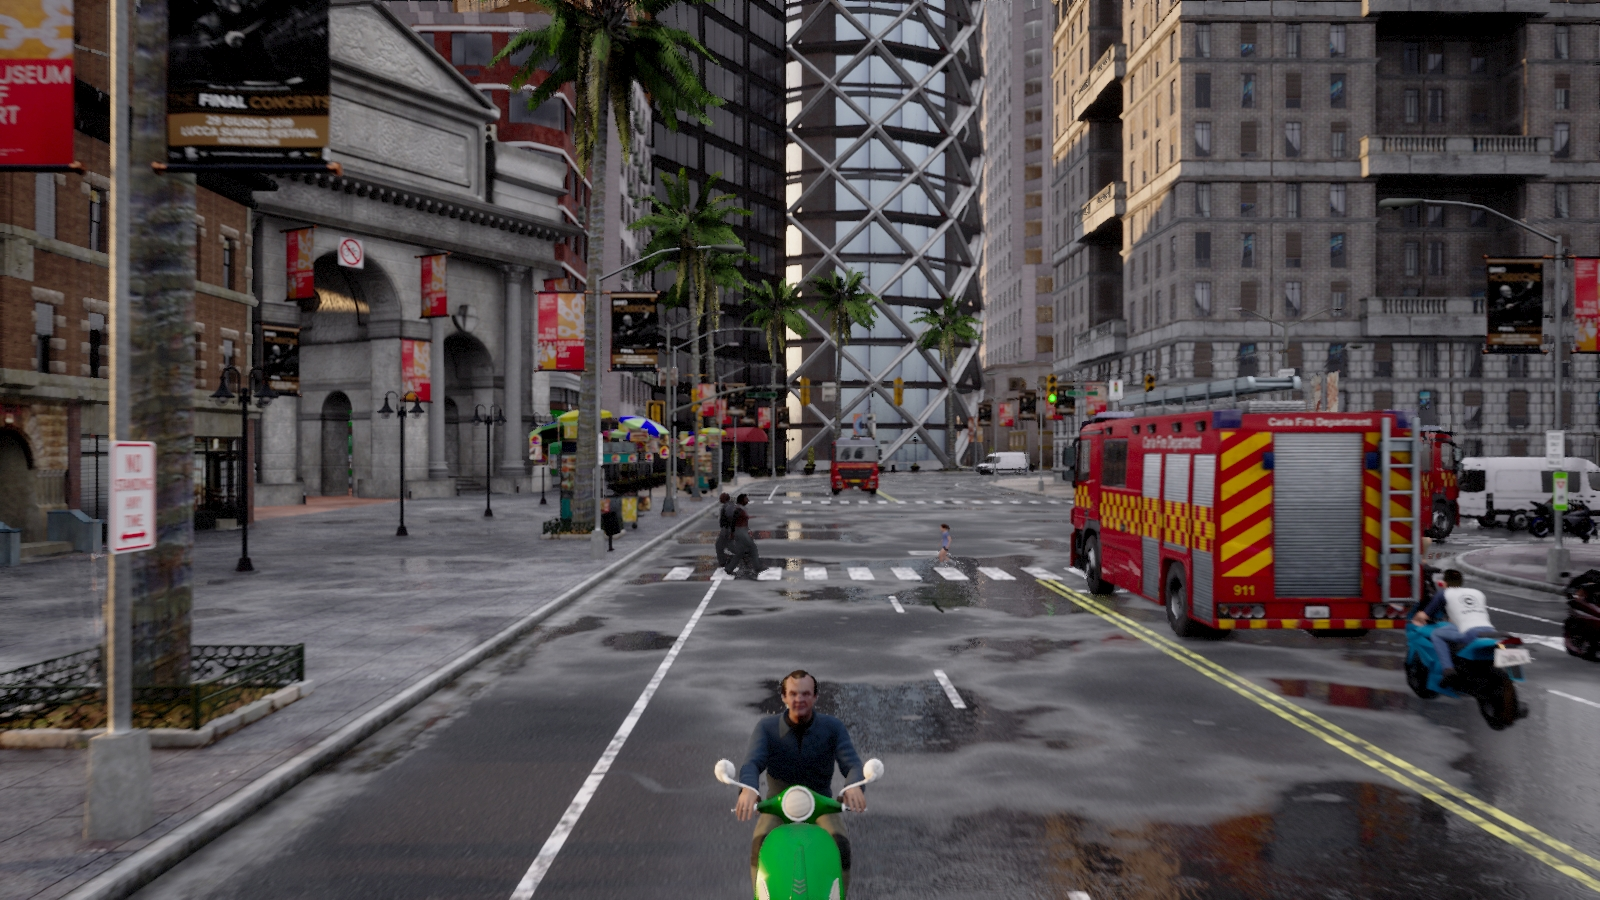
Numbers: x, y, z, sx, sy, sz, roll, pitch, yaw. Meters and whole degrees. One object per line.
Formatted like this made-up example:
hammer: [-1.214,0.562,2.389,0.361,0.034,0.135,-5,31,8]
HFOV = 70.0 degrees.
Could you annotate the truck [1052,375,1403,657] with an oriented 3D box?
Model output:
truck: [6.747,0.891,19.779,2.891,3.827,8.468,0,0,0]

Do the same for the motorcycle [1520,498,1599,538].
motorcycle: [24.743,2.205,37.100,2.209,1.251,0.867,0,0,-4]

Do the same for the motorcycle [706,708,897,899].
motorcycle: [0.010,2.182,6.036,0.856,1.236,1.805,0,0,0]

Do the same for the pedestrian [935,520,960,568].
pedestrian: [3.504,2.229,27.155,0.500,1.100,0.500,0,0,-2]

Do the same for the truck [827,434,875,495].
truck: [3.270,0.890,75.519,2.891,3.827,8.468,0,0,0]

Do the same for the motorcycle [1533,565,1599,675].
motorcycle: [10.498,2.205,14.571,0.867,1.251,2.209,0,0,0]

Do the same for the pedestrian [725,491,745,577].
pedestrian: [-1.423,1.848,25.129,0.375,1.860,0.375,0,0,6]

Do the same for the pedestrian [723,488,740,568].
pedestrian: [-1.627,1.849,27.125,0.375,1.860,0.375,0,0,-1]

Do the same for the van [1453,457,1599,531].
van: [26.774,1.534,40.717,5.915,2.561,1.988,0,0,-1]
